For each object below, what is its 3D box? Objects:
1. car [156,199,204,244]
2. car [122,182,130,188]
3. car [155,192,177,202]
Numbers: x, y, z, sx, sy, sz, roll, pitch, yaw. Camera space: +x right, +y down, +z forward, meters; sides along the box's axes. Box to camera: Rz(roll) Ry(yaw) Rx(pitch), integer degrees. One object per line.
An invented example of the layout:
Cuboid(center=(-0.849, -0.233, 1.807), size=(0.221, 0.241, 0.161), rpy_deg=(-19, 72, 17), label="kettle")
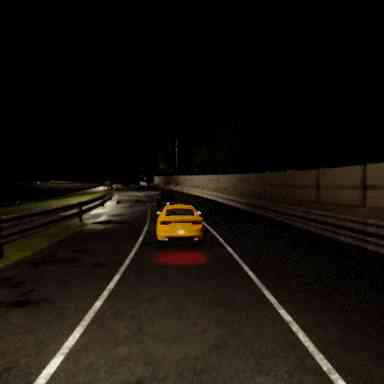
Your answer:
Cuboid(center=(-0.585, 1.323, 15.094), size=(1.882, 1.535, 5.008), rpy_deg=(0, 1, -4), label="car")
Cuboid(center=(-18.289, -1.980, 92.647), size=(1.837, 1.490, 4.892), rpy_deg=(0, 3, -14), label="car")
Cuboid(center=(-2.588, 0.717, 33.335), size=(1.837, 1.490, 4.892), rpy_deg=(0, 3, -8), label="car")
